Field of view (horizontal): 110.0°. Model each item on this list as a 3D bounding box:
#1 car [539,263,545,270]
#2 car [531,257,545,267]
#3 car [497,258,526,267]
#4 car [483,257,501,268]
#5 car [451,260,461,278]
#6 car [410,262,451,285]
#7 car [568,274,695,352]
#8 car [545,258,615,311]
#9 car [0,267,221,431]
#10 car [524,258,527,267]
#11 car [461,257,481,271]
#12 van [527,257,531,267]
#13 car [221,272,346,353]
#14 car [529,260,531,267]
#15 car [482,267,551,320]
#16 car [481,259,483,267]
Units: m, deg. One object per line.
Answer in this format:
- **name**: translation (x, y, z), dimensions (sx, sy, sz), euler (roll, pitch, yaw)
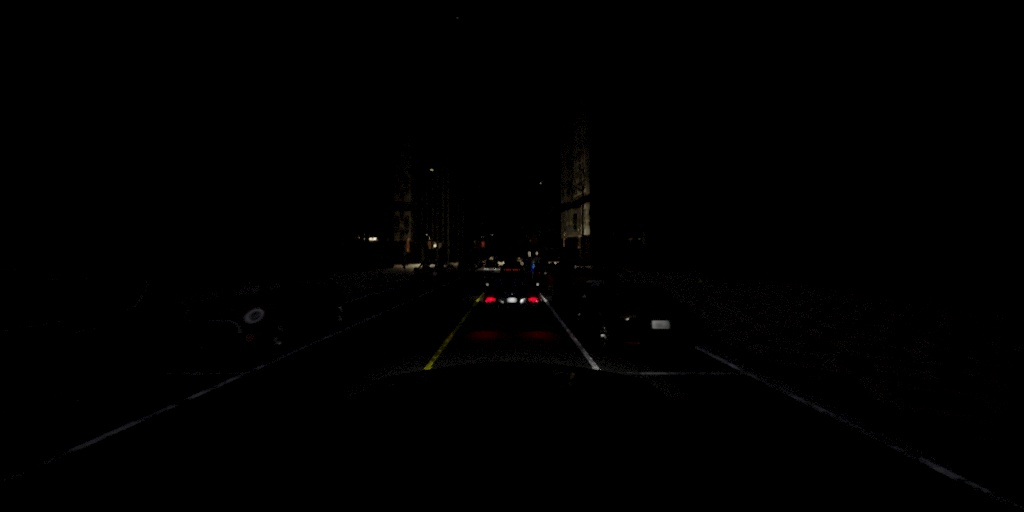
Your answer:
- **car**: translation (2.742, 1.263, 19.746), dimensions (1.888, 1.381, 4.507), euler (0, 0, 0)
- **car**: translation (2.735, 1.024, 25.259), dimensions (2.192, 1.841, 5.009), euler (0, 0, 0)
- **car**: translation (0.012, 1.208, 29.755), dimensions (1.837, 1.490, 4.892), euler (0, 0, 0)
- **car**: translation (-3.138, 1.207, 55.182), dimensions (2.033, 1.411, 5.357), euler (0, 0, 0)
- **car**: translation (-5.796, 1.225, 30.587), dimensions (1.751, 1.417, 4.829), euler (0, 0, 0)
- **car**: translation (-5.790, 1.149, 25.244), dimensions (1.967, 1.591, 4.097), euler (0, 0, 0)
- **car**: translation (2.754, 1.303, 8.721), dimensions (1.948, 1.339, 4.313), euler (0, 0, 0)
- **car**: translation (2.748, 1.043, 14.234), dimensions (2.192, 1.841, 5.009), euler (0, 0, 0)
- **car**: translation (-5.764, 1.062, 3.192), dimensions (2.192, 1.841, 5.009), euler (0, 0, 0)
- **car**: translation (2.710, 1.238, 47.309), dimensions (1.948, 1.339, 4.313), euler (0, 0, 0)
- **car**: translation (-5.815, 0.987, 47.296), dimensions (2.192, 1.841, 5.009), euler (0, 0, 0)
- **van**: translation (2.723, 1.031, 36.284), dimensions (1.690, 1.789, 3.998), euler (0, 0, 0)
- **car**: translation (-5.771, 1.177, 8.704), dimensions (1.967, 1.591, 4.097), euler (0, 0, 0)
- **car**: translation (2.729, 1.245, 30.771), dimensions (1.888, 1.381, 4.507), euler (0, 0, 0)
- **car**: translation (0.013, 1.278, 12.530), dimensions (2.033, 1.411, 5.357), euler (0, 0, 0)
- **car**: translation (-5.821, 1.214, 52.809), dimensions (2.007, 1.370, 4.403), euler (0, 0, 0)
